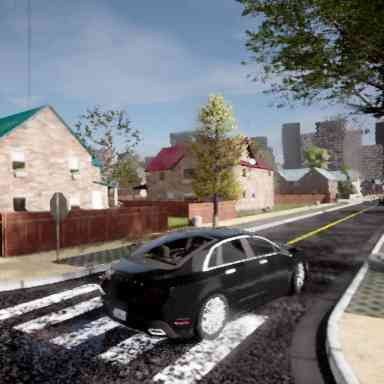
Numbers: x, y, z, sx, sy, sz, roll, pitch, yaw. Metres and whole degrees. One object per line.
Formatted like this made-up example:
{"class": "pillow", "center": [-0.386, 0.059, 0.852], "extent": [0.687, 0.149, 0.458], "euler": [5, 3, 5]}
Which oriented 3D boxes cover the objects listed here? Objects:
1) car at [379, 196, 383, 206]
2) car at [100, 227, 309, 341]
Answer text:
{"class": "car", "center": [27.274, 1.182, 46.327], "extent": [1.895, 1.301, 4.718], "euler": [-2, -1, 34]}
{"class": "car", "center": [0.605, 1.462, 6.541], "extent": [1.837, 1.490, 4.892], "euler": [1, 2, 43]}
